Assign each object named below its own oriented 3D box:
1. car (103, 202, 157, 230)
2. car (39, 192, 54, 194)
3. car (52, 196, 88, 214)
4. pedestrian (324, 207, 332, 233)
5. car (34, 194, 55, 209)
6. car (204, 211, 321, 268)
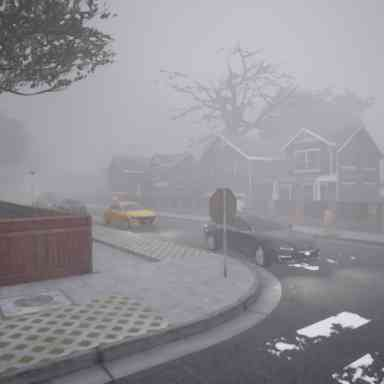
[{"bbox_3d":[-4.038,1.405,21.128,1.882,1.535,5.008,-1,1,-36],"label":"car"},{"bbox_3d":[-22.581,1.024,51.392,2.150,2.045,5.566,-1,1,-36],"label":"car"},{"bbox_3d":[-11.303,1.390,31.108,1.837,1.490,4.892,-1,0,-36],"label":"car"},{"bbox_3d":[6.689,1.322,16.347,0.375,1.300,0.375,-1,0,-36],"label":"pedestrian"},{"bbox_3d":[-17.632,1.347,39.843,2.128,1.511,4.902,-1,1,-36],"label":"car"},{"bbox_3d":[2.159,1.486,11.579,1.837,1.490,4.892,0,0,-28],"label":"car"}]
